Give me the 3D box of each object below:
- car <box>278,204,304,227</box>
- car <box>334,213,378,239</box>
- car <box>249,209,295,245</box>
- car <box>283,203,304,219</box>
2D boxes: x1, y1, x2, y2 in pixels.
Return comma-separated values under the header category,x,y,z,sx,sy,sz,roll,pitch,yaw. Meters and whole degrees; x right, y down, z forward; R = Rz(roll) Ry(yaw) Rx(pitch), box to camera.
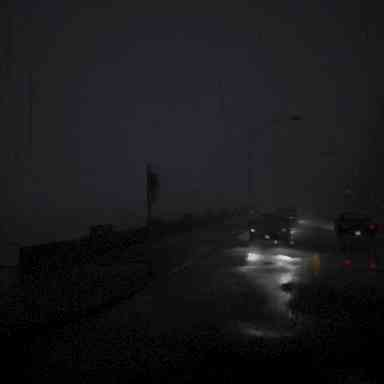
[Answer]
category,x,y,z,sx,sy,sz,roll,pitch,yaw
car,7.688,1.929,26.967,2.128,1.511,4.902,-1,-1,20
car,9.309,1.853,19.216,1.895,1.301,4.718,-1,-1,20
car,4.244,1.826,17.556,1.812,1.442,4.674,-1,-1,19
car,11.248,2.055,36.583,1.882,1.535,5.008,-1,-1,20
